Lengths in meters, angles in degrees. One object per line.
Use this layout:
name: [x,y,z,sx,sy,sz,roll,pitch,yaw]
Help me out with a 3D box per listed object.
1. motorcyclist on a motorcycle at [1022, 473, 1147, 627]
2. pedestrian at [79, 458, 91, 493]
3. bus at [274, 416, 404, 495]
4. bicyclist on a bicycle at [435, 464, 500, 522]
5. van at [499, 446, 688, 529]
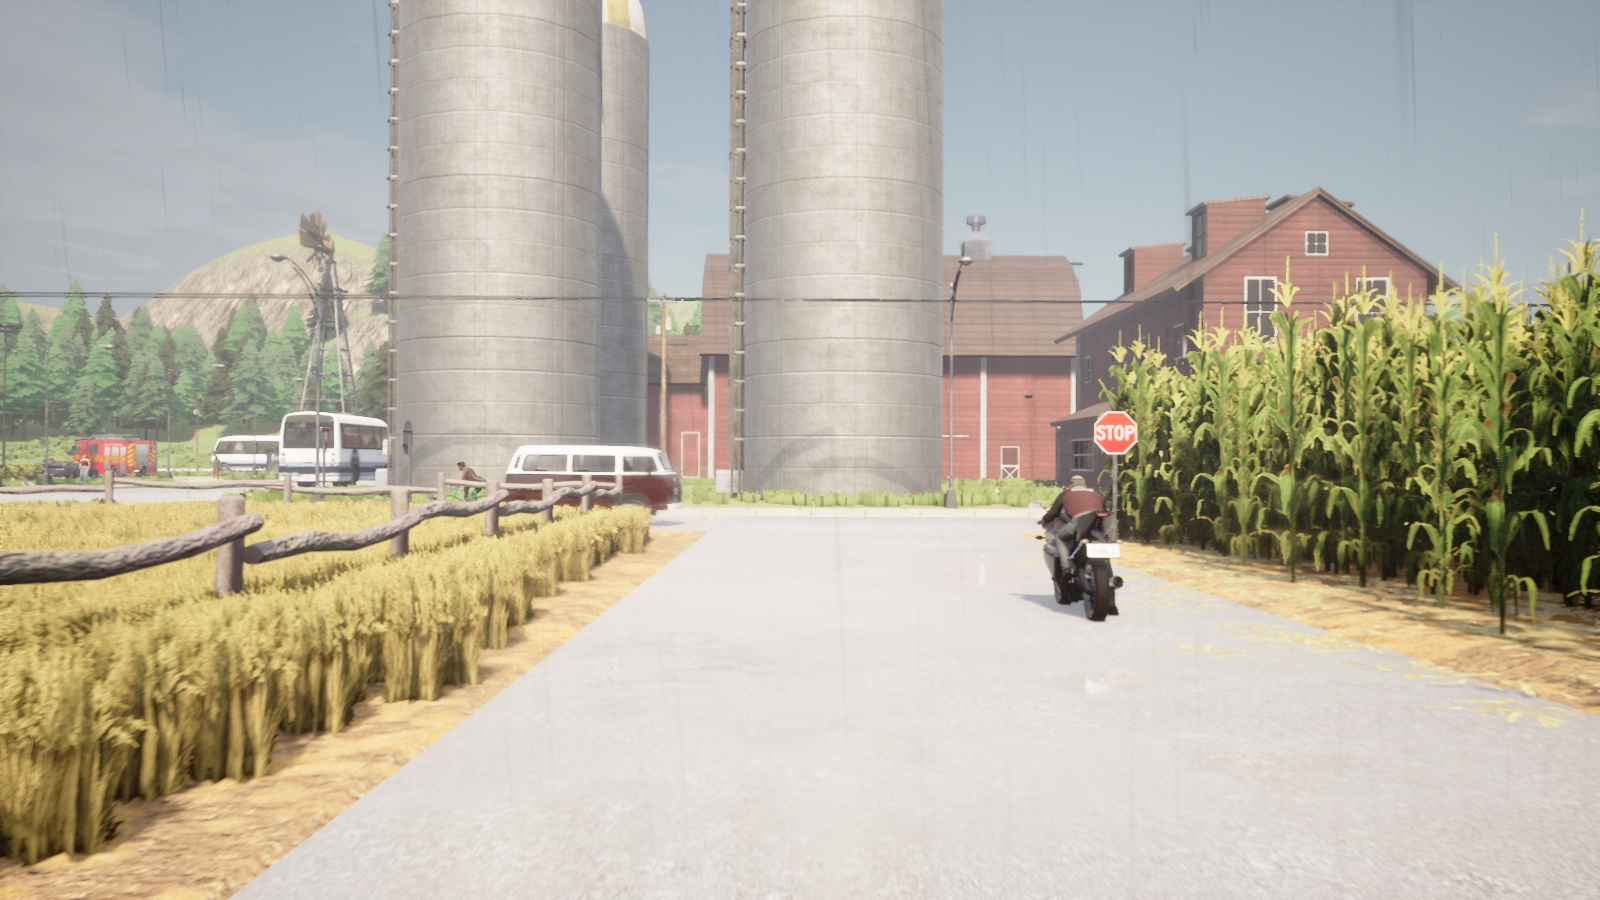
motorcyclist on a motorcycle: [3.066,1.031,13.783,0.866,1.530,2.191,0,-1,0]
pedestrian: [-38.231,1.363,67.150,0.345,1.836,0.594,0,-1,-2]
bus: [-26.472,0.342,72.856,3.944,4.253,10.273,0,-1,-1]
bicyclist on a bicycle: [-9.447,1.225,35.700,1.656,1.620,0.582,-1,-1,0]
van: [-5.221,0.943,32.211,4.480,2.038,2.069,0,-1,1]
